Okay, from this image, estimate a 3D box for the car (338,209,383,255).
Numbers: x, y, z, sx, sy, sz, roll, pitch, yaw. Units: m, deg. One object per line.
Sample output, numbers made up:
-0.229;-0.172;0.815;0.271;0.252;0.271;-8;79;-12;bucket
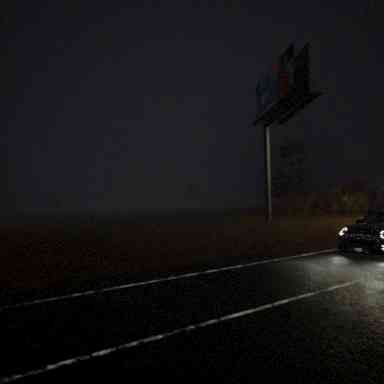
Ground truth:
7.878;1.484;13.311;4.553;1.767;2.097;-1;-2;-34;car
